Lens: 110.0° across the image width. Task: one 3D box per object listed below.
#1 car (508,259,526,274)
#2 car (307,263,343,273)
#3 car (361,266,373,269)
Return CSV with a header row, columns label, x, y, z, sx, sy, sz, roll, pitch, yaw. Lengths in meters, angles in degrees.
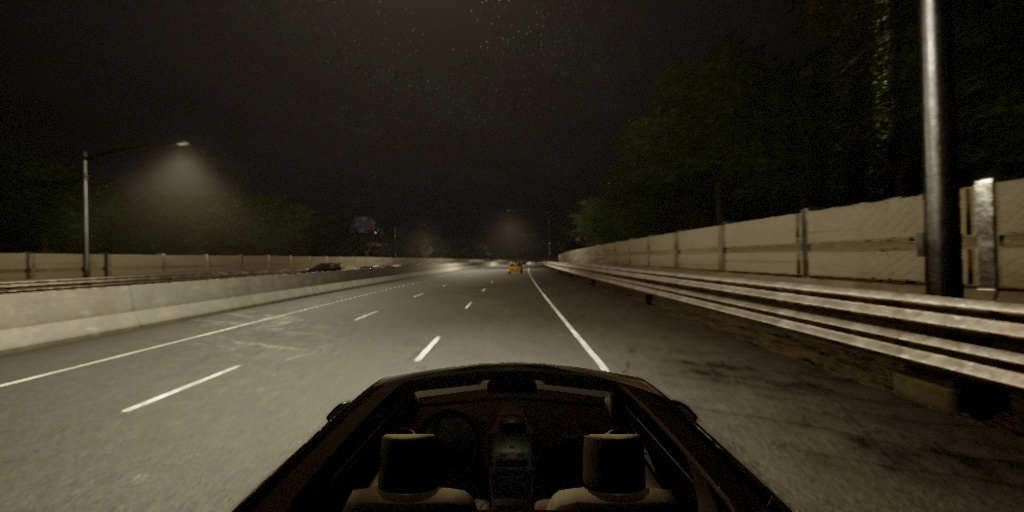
label,x,y,z,sx,sy,sz,roll,pitch,yaw
car,0.509,1.494,47.073,1.801,1.575,5.366,-2,0,3
car,-24.088,1.898,46.357,2.150,2.045,5.566,-2,0,2
car,-20.416,2.183,50.988,1.994,1.385,4.181,-2,0,2
